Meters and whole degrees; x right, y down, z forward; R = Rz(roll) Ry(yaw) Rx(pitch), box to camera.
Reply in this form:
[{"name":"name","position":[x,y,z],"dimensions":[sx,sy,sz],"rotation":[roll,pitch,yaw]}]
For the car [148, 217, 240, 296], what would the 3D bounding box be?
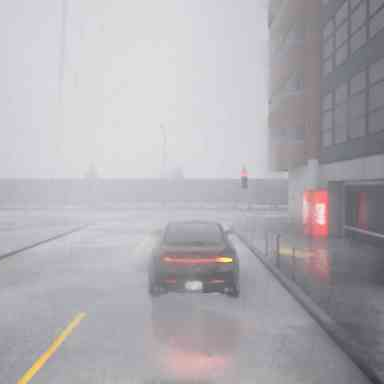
[{"name":"car","position":[0.055,1.393,8.355],"dimensions":[1.837,1.490,4.892],"rotation":[0,1,1]}]
